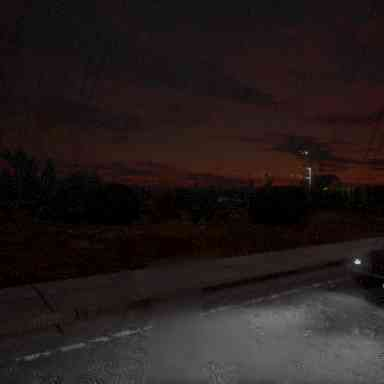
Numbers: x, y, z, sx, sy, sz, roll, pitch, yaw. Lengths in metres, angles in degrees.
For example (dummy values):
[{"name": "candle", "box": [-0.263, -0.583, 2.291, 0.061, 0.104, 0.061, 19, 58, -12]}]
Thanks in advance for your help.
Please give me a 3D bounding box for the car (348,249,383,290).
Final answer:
[{"name": "car", "box": [5.918, 1.708, 8.214, 4.718, 1.301, 1.895, 1, 0, -36]}]
